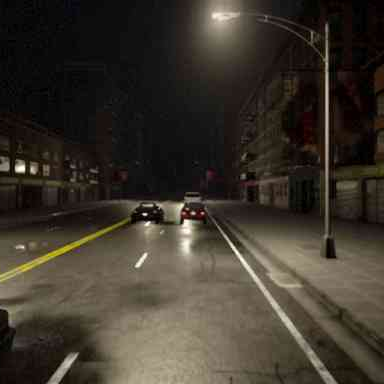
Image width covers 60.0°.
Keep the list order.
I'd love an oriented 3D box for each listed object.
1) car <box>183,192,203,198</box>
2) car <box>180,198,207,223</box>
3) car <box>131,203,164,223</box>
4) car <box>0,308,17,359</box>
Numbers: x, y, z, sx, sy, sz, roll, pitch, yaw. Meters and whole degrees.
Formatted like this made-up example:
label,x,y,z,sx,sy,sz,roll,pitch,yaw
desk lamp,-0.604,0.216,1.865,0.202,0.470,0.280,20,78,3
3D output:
label,x,y,z,sx,sy,sz,roll,pitch,yaw
car,0.111,1.055,40.625,2.150,2.045,5.566,0,0,0
car,0.099,1.442,24.285,2.033,1.411,5.357,0,0,0
car,-3.140,1.459,24.196,1.994,1.385,4.181,0,0,0
car,-3.153,1.539,1.751,2.033,1.411,5.357,0,0,0
